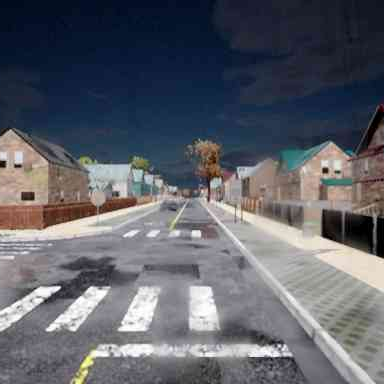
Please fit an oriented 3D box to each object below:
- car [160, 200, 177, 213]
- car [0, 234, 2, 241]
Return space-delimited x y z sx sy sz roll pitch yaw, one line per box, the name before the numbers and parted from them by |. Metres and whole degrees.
car | -2.670 1.624 39.020 2.033 1.411 5.357 0 0 0
car | -10.355 1.554 12.959 5.357 1.411 2.033 0 -1 6
